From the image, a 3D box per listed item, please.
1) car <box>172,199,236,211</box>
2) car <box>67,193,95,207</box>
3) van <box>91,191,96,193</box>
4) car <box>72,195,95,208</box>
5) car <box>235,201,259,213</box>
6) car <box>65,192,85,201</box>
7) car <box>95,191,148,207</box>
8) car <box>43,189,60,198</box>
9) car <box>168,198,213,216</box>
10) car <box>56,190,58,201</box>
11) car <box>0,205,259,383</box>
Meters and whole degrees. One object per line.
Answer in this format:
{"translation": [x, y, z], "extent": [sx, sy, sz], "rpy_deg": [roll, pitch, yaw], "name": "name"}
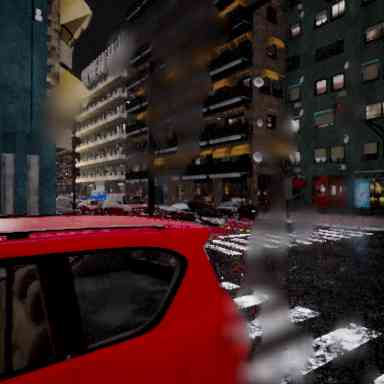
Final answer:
{"translation": [0.104, 1.304, 19.093], "extent": [1.812, 1.442, 4.674], "rpy_deg": [1, 0, -36], "name": "car"}
{"translation": [-11.001, 1.069, 34.382], "extent": [1.994, 1.385, 4.181], "rpy_deg": [1, 1, -36], "name": "car"}
{"translation": [-13.296, 0.721, 47.402], "extent": [1.690, 1.788, 3.998], "rpy_deg": [2, 0, -36], "name": "van"}
{"translation": [-7.001, 1.180, 24.483], "extent": [1.887, 1.381, 4.507], "rpy_deg": [2, 0, -36], "name": "car"}
{"translation": [3.075, 1.347, 24.872], "extent": [1.947, 1.339, 4.313], "rpy_deg": [2, 0, -36], "name": "car"}
{"translation": [-19.851, 0.764, 56.413], "extent": [1.887, 1.381, 4.507], "rpy_deg": [2, 0, -36], "name": "car"}
{"translation": [-3.719, 1.031, 19.977], "extent": [2.192, 1.841, 5.009], "rpy_deg": [2, 0, -36], "name": "car"}
{"translation": [-29.672, 0.294, 69.931], "extent": [2.192, 1.841, 5.009], "rpy_deg": [2, 0, -36], "name": "car"}
{"translation": [-0.200, 1.283, 29.378], "extent": [1.802, 1.307, 4.206], "rpy_deg": [2, 0, -36], "name": "car"}
{"translation": [-21.241, 0.758, 48.630], "extent": [2.128, 1.511, 4.902], "rpy_deg": [1, 1, -36], "name": "car"}
{"translation": [-2.137, 1.223, 1.728], "extent": [5.566, 2.045, 2.150], "rpy_deg": [0, 0, -36], "name": "car"}
